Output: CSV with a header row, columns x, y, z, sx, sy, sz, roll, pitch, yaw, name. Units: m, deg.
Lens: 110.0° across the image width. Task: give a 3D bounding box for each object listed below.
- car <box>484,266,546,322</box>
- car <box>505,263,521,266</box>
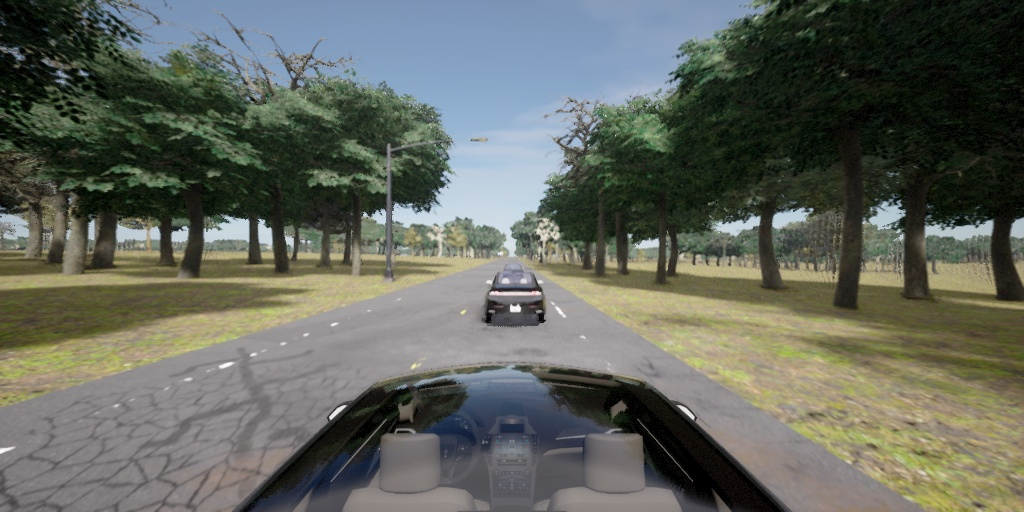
x,y,z,sx,sy,sz,roll,pitch,yaw,name
0.095,1.264,12.361,2.128,1.511,4.902,0,0,0,car
0.096,1.345,32.525,2.033,1.411,5.357,0,0,0,car
